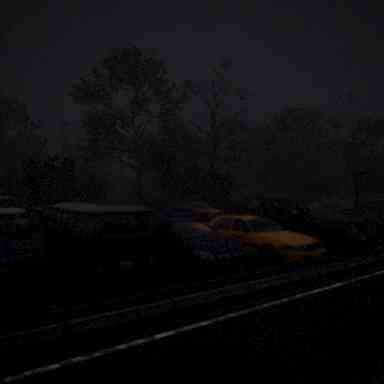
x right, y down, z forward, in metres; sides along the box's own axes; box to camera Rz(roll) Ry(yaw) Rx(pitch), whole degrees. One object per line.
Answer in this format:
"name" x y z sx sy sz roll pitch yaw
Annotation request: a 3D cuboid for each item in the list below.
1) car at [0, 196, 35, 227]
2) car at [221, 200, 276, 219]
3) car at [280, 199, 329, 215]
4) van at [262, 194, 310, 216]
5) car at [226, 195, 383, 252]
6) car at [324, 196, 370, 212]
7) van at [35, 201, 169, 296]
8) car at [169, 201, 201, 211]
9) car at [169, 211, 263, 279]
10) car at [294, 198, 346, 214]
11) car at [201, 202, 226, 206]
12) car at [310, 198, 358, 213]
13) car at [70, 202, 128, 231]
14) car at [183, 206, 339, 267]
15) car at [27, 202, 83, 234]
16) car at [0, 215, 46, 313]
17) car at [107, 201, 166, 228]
"car" -10.809 1.251 18.912 2.435 2.045 5.566 0 0 -36
"car" 4.998 1.518 30.211 2.163 1.488 4.792 0 0 -36
"car" 11.756 1.523 35.073 2.002 1.452 4.674 0 0 -36
"van" 9.429 1.258 33.557 1.878 1.987 4.442 0 0 -36
"car" 4.279 1.244 13.620 2.435 2.045 5.566 0 0 -36
"car" 18.511 1.353 39.944 2.185 1.767 4.553 0 0 -36
"van" -2.647 1.275 8.848 1.878 1.987 4.442 0 0 -36
"car" -1.810 1.524 25.416 2.163 1.488 4.792 0 0 -36
"car" -0.300 1.539 10.385 2.002 1.452 4.674 0 0 -36
"car" 14.016 1.481 36.687 2.097 1.535 5.008 0 0 -36
"car" 0.573 1.489 26.855 1.946 1.575 5.366 0 0 -36
"car" 16.273 1.520 38.303 2.002 1.452 4.674 0 0 -36
"car" -6.312 1.498 22.169 2.097 1.535 5.008 0 0 -36
"car" 2.090 1.494 11.862 1.946 1.575 5.366 0 0 -36
"car" -8.570 1.500 20.554 2.097 1.535 5.008 0 0 -36
"car" -4.856 1.503 7.118 2.097 1.535 5.008 0 0 -36
"car" -4.054 1.497 23.784 2.231 1.521 4.892 0 0 -36
